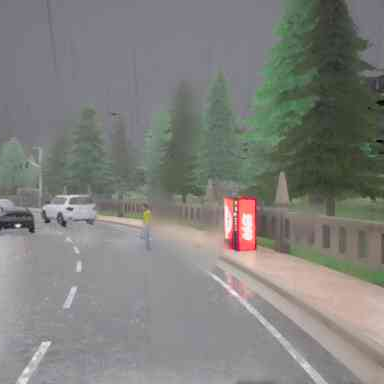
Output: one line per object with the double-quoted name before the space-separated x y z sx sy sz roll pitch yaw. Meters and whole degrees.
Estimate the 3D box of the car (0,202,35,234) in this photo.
"car" -10.345 1.499 19.059 1.837 1.490 4.892 0 -1 -35

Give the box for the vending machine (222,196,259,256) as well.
"vending machine" 1.783 1.193 12.299 1.100 2.100 0.880 0 0 -19

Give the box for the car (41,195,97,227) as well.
"car" -8.584 1.220 23.053 2.150 2.045 5.566 0 0 -41

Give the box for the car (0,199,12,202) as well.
"car" -20.564 1.519 36.175 1.812 1.442 4.674 0 0 -42

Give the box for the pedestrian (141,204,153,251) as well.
"pedestrian" -1.697 1.291 12.598 0.375 1.860 0.375 0 0 -21
